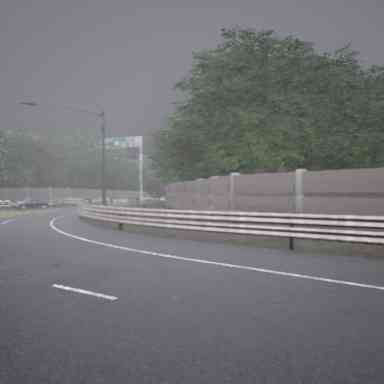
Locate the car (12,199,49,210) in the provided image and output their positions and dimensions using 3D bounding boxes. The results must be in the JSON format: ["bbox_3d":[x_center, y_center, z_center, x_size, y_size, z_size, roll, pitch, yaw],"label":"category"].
[{"bbox_3d":[-22.646,1.730,46.809,1.837,1.490,4.892,-1,0,34],"label":"car"}]
